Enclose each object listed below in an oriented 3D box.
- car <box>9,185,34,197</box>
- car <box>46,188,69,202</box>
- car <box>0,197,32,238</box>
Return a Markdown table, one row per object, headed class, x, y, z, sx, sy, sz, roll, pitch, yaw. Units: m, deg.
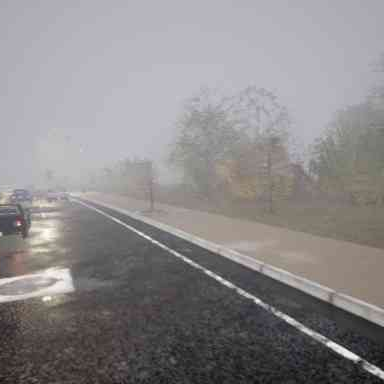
| class | x | y | z | sx | sy | sz | roll | pitch | yaw |
| --- | --- | --- | --- | --- | --- | --- | --- | --- | --- |
| car | -16.561 | 0.418 | 32.185 | 2.033 | 1.411 | 5.357 | -4 | 4 | -27 |
| car | -13.799 | 0.237 | 33.890 | 1.895 | 1.301 | 4.718 | -4 | 4 | -27 |
| car | -7.777 | 1.136 | 13.770 | 1.895 | 1.301 | 4.718 | -4 | 4 | -24 |
